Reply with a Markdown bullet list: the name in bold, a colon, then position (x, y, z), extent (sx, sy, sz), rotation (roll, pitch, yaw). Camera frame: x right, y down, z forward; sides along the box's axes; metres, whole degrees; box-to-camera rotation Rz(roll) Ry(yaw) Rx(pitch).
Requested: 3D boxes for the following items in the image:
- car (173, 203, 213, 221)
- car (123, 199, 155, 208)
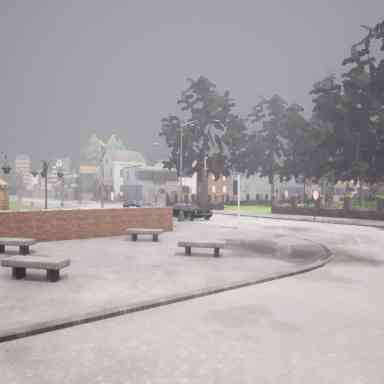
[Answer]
- **car**: position (-0.347, 1.601, 27.341), extent (1.895, 1.301, 4.718), rotation (0, 0, -35)
- **car**: position (-5.590, 1.491, 34.760), extent (2.128, 1.511, 4.902), rotation (0, 0, -35)
